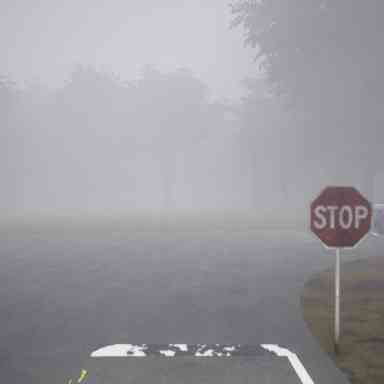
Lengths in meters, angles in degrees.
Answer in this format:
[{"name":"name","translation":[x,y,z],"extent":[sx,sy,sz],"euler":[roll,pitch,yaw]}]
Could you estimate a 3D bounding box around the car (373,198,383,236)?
[{"name":"car","translation":[10.638,0.962,16.207],"extent":[5.566,2.045,2.150],"euler":[-1,1,-3]}]
